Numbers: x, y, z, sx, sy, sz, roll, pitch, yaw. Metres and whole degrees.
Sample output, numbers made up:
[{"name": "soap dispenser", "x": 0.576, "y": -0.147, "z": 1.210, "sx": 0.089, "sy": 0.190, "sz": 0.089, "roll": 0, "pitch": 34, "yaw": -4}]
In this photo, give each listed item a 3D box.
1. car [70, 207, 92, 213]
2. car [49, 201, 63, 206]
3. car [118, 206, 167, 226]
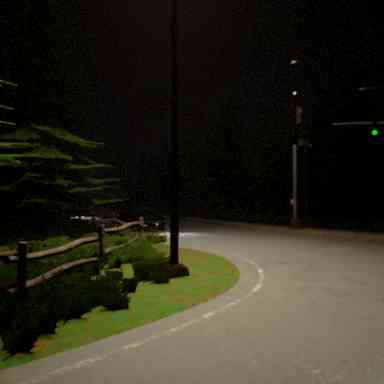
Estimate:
[{"name": "car", "x": -12.238, "y": 1.908, "z": 36.222, "sx": 1.994, "sy": 1.385, "sz": 4.181, "roll": 0, "pitch": -1, "yaw": -32}, {"name": "car", "x": -20.313, "y": 1.604, "z": 49.456, "sx": 1.812, "sy": 1.442, "sz": 4.674, "roll": 0, "pitch": -1, "yaw": -31}, {"name": "car", "x": -3.400, "y": 1.710, "z": 22.011, "sx": 1.837, "sy": 1.490, "sz": 4.892, "roll": 0, "pitch": 0, "yaw": -33}]
